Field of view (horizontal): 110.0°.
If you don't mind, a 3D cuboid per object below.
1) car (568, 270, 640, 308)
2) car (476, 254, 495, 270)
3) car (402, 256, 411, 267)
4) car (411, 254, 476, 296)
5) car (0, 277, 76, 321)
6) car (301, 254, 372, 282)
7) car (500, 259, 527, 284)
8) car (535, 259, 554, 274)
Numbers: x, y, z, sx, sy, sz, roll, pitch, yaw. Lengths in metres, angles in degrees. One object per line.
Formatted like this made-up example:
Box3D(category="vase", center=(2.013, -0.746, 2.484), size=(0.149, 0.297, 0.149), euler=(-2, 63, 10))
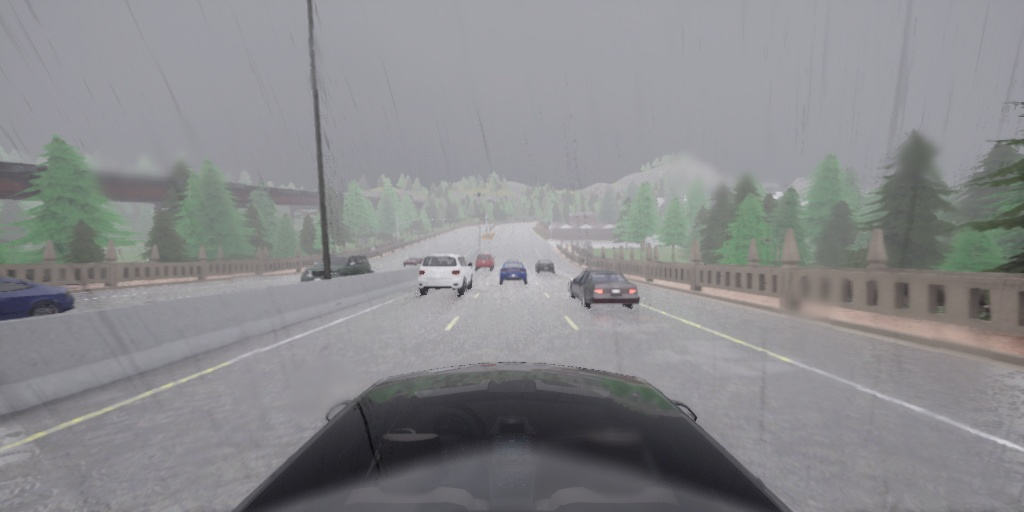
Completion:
Box3D(category="car", center=(3.599, 1.266, 14.902), size=(2.033, 1.411, 5.357), euler=(0, 0, 0))
Box3D(category="car", center=(-3.403, 0.711, 45.847), size=(2.150, 2.045, 5.566), euler=(0, 2, 0))
Box3D(category="car", center=(-14.004, 0.761, 50.795), size=(1.895, 1.301, 4.718), euler=(0, 3, 0))
Box3D(category="car", center=(-3.401, 0.928, 19.124), size=(2.150, 2.045, 5.566), euler=(0, 0, 0))
Box3D(category="car", center=(-14.097, 1.257, 8.866), size=(1.812, 1.442, 4.674), euler=(0, 0, 0))
Box3D(category="car", center=(-10.588, 0.921, 22.207), size=(2.150, 2.045, 5.566), euler=(0, 0, 0))
Box3D(category="car", center=(0.098, 1.168, 26.641), size=(1.882, 1.535, 5.008), euler=(0, 0, 0))
Box3D(category="car", center=(3.597, 1.114, 40.160), size=(1.882, 1.535, 5.008), euler=(0, 1, 0))
